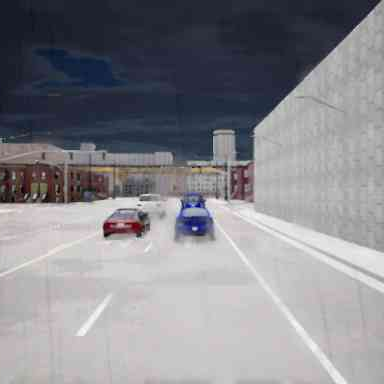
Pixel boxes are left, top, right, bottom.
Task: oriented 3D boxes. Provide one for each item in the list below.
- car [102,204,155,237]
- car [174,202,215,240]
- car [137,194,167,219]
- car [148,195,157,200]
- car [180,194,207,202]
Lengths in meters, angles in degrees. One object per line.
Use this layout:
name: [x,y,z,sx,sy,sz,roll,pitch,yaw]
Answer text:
car: [-3.403,1.551,17.998,1.994,1.385,4.181,0,0,1]
car: [0.102,1.466,16.990,1.882,1.535,5.008,0,0,-1]
car: [-3.398,1.201,28.791,2.150,2.045,5.566,0,0,0]
car: [-10.493,1.492,88.039,1.994,1.385,4.181,0,0,0]
car: [0.101,1.201,28.908,2.150,2.045,5.566,0,0,0]
